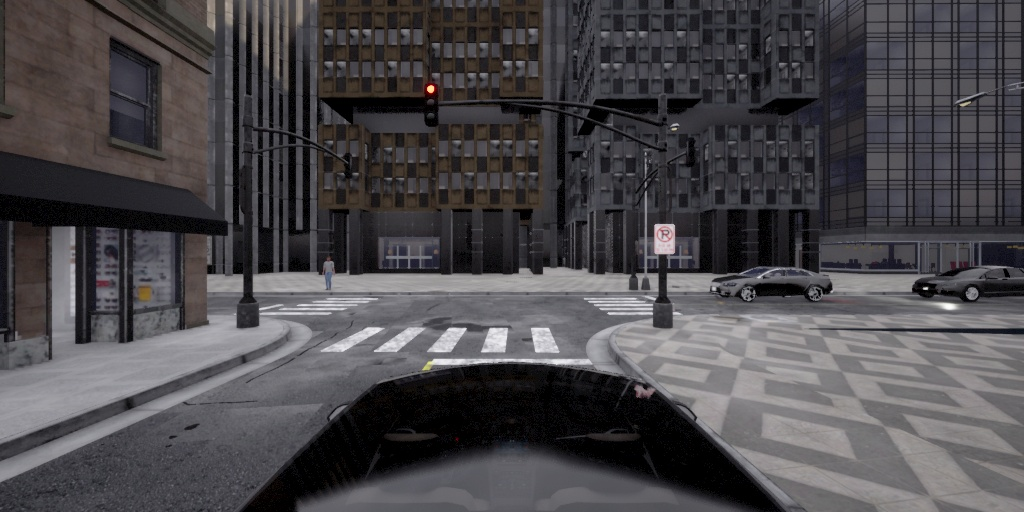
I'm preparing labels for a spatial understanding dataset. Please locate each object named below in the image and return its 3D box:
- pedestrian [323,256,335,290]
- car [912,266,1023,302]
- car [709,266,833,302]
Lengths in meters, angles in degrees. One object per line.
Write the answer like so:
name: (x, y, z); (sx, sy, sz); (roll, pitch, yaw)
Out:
pedestrian: (-9.935, 0.902, 19.445); (0.375, 1.860, 0.375); (0, 0, 0)
car: (21.149, 1.223, 16.211); (4.892, 1.490, 1.837); (0, 0, 1)
car: (11.629, 1.223, 16.274); (4.902, 1.511, 2.128); (0, 0, 0)
